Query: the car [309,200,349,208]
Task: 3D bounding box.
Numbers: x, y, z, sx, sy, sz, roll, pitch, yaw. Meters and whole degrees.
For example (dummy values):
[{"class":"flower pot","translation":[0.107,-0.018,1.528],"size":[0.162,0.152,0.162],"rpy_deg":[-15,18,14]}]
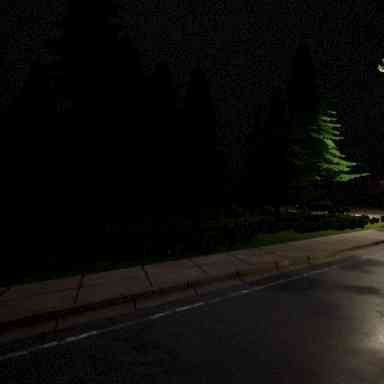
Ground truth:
[{"class":"car","translation":[13.611,1.576,34.924],"size":[2.033,1.411,5.357],"rpy_deg":[0,0,-38]}]
